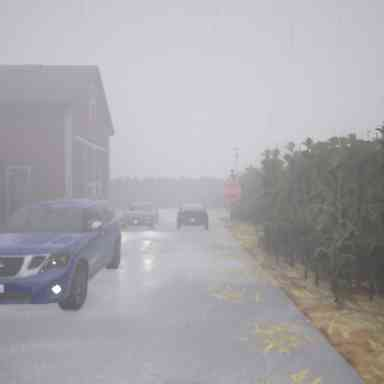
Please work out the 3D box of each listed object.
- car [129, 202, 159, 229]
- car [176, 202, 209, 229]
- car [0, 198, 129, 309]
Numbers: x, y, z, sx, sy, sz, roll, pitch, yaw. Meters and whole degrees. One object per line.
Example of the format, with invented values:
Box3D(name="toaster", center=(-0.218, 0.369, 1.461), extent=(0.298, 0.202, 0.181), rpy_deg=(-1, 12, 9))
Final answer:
Box3D(name="car", center=(-3.176, 1.412, 21.032), extent=(1.837, 1.490, 4.892), rpy_deg=(0, 0, 0))
Box3D(name="car", center=(0.028, 1.374, 20.958), extent=(1.882, 1.535, 5.008), rpy_deg=(0, 1, 0))
Box3D(name="car", center=(-3.217, 1.212, 8.185), extent=(2.150, 2.045, 5.566), rpy_deg=(0, 0, 0))
